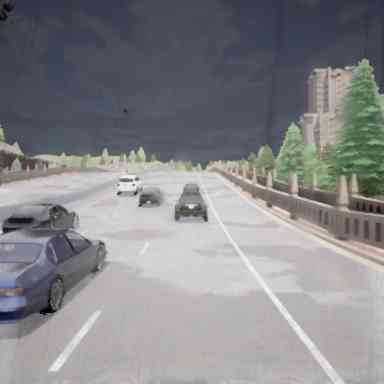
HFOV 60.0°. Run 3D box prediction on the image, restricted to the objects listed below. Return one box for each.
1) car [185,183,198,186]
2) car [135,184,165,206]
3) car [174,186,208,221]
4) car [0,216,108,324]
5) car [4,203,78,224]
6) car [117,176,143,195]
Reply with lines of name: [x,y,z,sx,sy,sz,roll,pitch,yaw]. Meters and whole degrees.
car: [-0.061,-0.190,34.713,2.033,1.411,5.357,0,6,0]
car: [-3.514,0.335,29.376,1.837,1.490,4.892,0,6,0]
car: [-0.045,0.775,22.004,2.097,1.767,4.553,0,4,0]
car: [-3.419,1.542,7.536,2.033,1.411,5.357,0,1,0]
car: [-6.946,1.284,15.771,1.837,1.490,4.892,0,3,0]
car: [-7.021,-0.875,37.903,2.150,2.045,5.566,0,7,0]
